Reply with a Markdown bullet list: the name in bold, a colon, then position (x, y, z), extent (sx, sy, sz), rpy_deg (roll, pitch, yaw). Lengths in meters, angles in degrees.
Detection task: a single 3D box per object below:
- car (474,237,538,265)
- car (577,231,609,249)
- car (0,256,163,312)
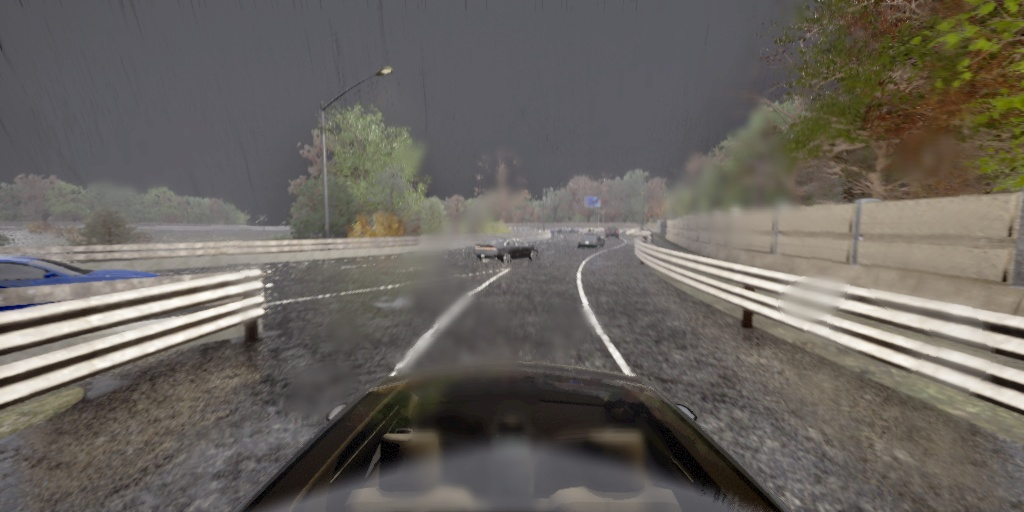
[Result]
- **car**: position (-0.223, -0.373, 21.562), extent (2.128, 1.511, 4.902), rpy_deg (4, 6, 34)
- **car**: position (7.961, -1.466, 35.628), extent (1.994, 1.385, 4.181), rpy_deg (3, 5, 26)
- **car**: position (-11.217, 0.728, 7.998), extent (1.882, 1.535, 5.008), rpy_deg (5, 7, 43)
